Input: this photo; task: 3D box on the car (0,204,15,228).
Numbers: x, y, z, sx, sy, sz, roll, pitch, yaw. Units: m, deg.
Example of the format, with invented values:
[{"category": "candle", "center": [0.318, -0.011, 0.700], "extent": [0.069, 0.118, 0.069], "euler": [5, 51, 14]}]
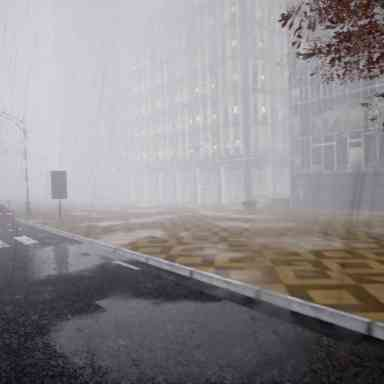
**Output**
[{"category": "car", "center": [-11.560, 1.347, 19.253], "extent": [1.887, 1.381, 4.507], "euler": [-3, 2, -39]}]
